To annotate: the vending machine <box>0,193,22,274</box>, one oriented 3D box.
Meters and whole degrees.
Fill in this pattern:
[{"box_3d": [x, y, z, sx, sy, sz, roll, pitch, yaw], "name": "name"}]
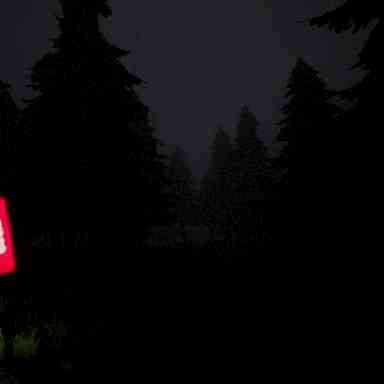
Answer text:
[{"box_3d": [-5.547, 1.172, 9.135, 0.880, 2.100, 1.100, -7, 1, 45], "name": "vending machine"}]
